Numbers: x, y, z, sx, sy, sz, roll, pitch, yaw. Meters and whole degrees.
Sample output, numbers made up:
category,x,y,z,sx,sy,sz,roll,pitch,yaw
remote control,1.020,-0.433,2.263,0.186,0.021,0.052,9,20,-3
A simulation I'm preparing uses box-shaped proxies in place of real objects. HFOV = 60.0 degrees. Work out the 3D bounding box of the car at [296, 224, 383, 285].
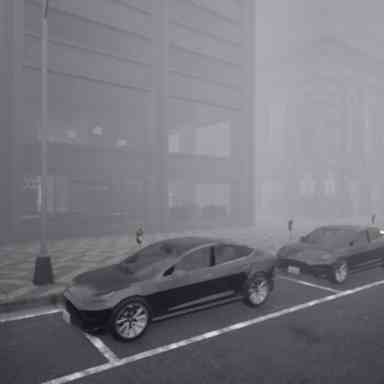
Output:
category,x,y,z,sx,sy,sz,roll,pitch,yaw
car,4.384,1.648,9.785,4.313,1.339,1.947,1,-1,-36

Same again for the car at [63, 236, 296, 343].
category,x,y,z,sx,sy,sz,roll,pitch,yaw
car,-0.202,1.598,6.509,4.313,1.339,1.947,1,-1,-36
